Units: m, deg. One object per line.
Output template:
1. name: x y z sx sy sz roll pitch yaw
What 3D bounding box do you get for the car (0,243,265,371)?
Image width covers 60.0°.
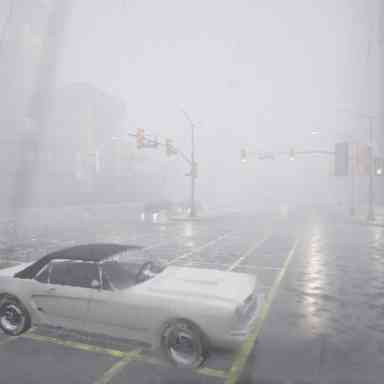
1. car: -1.234 1.594 5.531 4.718 1.301 1.895 0 0 21

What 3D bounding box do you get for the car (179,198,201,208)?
1. car: -0.245 1.601 48.501 1.895 1.301 4.718 0 0 21

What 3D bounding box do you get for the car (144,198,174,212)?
1. car: -3.817 1.478 38.931 1.882 1.535 5.008 0 0 23
